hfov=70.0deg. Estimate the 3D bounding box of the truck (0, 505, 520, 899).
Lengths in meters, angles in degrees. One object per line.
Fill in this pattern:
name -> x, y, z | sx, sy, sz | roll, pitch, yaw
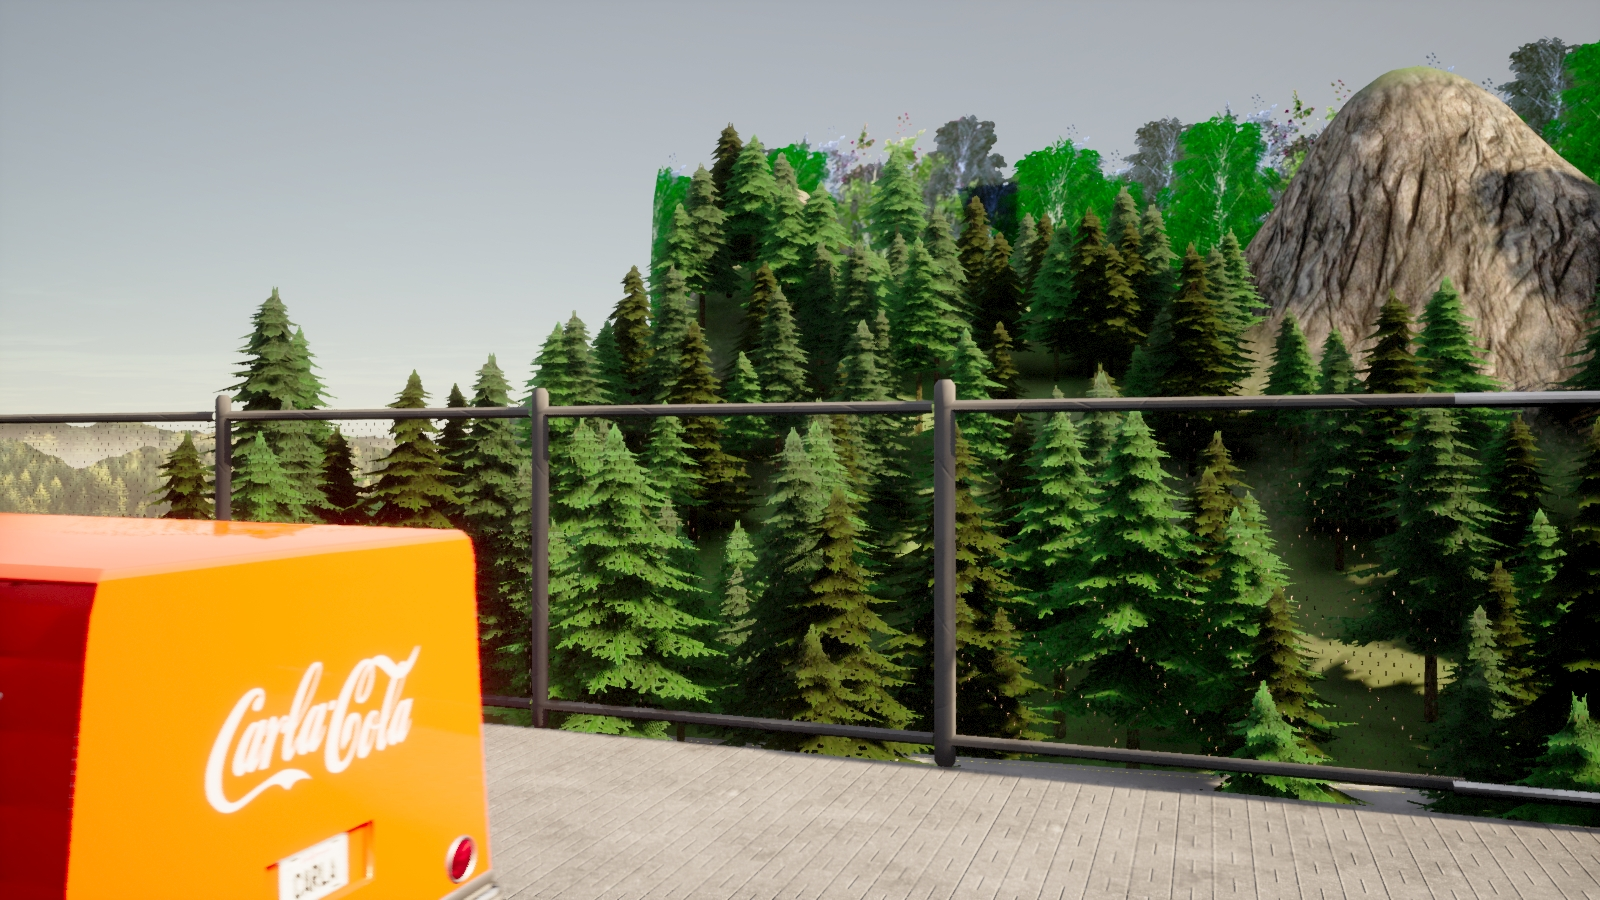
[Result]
truck -> -4.296, 1.568, 5.347 | 5.204, 2.467, 2.627 | 0, 0, 19
